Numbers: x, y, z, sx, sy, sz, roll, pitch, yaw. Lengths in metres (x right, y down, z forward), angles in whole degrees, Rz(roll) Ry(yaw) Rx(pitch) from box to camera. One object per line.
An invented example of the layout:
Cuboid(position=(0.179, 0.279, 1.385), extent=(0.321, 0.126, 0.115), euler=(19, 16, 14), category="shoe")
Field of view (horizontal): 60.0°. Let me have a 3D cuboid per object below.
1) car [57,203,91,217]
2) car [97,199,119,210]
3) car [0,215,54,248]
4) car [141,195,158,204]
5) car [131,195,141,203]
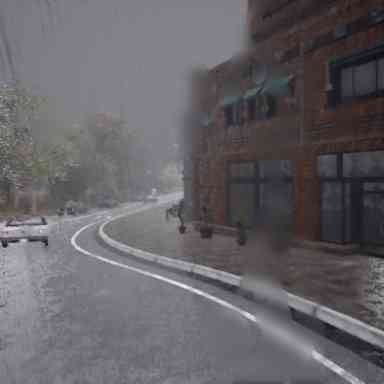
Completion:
Cuboid(position=(-12.235, 1.798, 34.674), extent=(1.895, 1.301, 4.718), euler=(-1, 0, 2), category="car")
Cuboid(position=(-11.592, 1.670, 46.126), extent=(1.895, 1.301, 4.718), euler=(-1, 1, 3), category="car")
Cuboid(position=(-7.722, 1.766, 15.912), extent=(1.895, 1.301, 4.718), euler=(0, -1, -20), category="car")
Cuboid(position=(-7.415, 1.302, 60.271), extent=(1.812, 1.442, 4.674), euler=(-1, 1, 4), category="car")
Cuboid(position=(-10.365, 1.327, 64.839), extent=(2.033, 1.411, 5.357), euler=(-1, 1, 4), category="car")
